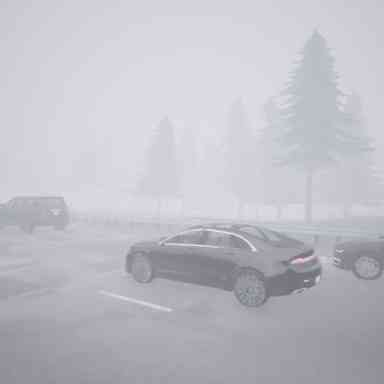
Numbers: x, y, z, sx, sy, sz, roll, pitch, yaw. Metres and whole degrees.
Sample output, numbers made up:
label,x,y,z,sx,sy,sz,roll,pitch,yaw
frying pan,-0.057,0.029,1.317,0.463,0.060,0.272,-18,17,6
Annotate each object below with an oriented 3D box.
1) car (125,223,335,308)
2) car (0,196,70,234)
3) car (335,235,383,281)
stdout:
label,x,y,z,sx,sy,sz,roll,pitch,yaw
car,0.496,1.491,7.936,4.902,1.511,2.128,0,0,35
car,-9.431,1.222,19.314,5.566,2.045,2.150,0,0,35
car,6.119,1.504,8.225,4.892,1.490,1.837,0,0,35
